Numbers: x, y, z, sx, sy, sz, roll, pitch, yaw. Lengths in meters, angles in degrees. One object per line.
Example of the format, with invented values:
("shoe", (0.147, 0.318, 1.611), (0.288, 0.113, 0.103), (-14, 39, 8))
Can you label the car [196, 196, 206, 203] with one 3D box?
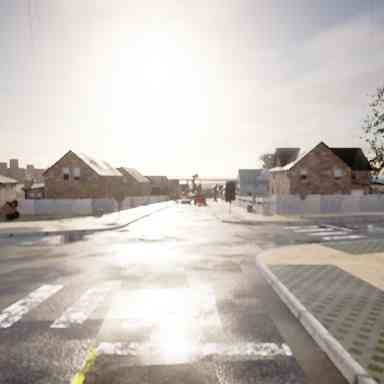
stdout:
("car", (1.976, 1.645, 72.412), (1.994, 1.385, 4.181), (0, 0, 3))

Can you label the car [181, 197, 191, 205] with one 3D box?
("car", (-1.077, 1.743, 66.302), (2.033, 1.411, 5.357), (0, 0, 3))

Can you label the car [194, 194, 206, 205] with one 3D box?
("car", (1.485, 1.393, 62.032), (2.150, 2.045, 5.566), (0, 0, 3))
